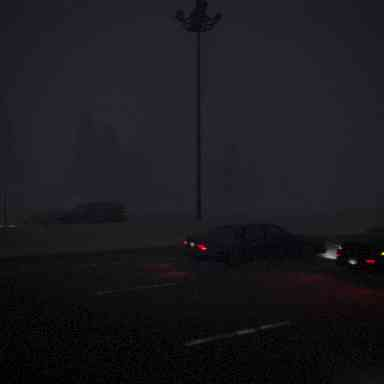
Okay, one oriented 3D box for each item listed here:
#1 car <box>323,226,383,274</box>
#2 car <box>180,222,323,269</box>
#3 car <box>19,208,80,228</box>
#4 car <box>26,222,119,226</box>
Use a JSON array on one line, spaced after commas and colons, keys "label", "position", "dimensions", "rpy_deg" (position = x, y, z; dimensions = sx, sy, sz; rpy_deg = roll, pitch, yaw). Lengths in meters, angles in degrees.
[{"label": "car", "position": [6.493, 1.732, 10.047], "dimensions": [4.674, 1.442, 1.812], "rpy_deg": [0, -2, -24]}, {"label": "car", "position": [2.286, 1.807, 12.041], "dimensions": [5.357, 1.411, 2.033], "rpy_deg": [0, -1, -24]}, {"label": "car", "position": [-12.172, 2.174, 28.493], "dimensions": [4.674, 1.442, 1.812], "rpy_deg": [0, -1, -26]}, {"label": "car", "position": [-7.051, 1.944, 19.324], "dimensions": [4.892, 1.490, 1.837], "rpy_deg": [0, -2, -26]}]
